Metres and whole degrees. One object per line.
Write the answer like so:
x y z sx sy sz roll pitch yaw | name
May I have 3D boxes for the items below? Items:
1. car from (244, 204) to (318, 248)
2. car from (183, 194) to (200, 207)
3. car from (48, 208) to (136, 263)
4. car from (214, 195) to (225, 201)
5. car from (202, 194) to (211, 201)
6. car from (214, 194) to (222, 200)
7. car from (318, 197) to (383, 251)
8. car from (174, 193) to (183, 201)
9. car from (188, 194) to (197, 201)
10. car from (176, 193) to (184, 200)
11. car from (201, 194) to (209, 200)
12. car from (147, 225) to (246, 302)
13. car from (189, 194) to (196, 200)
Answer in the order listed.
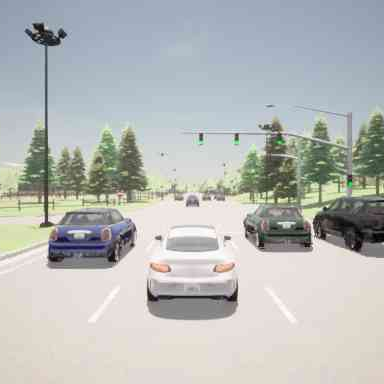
3.626 1.351 14.868 2.097 1.767 4.553 0 0 0 | car
0.097 1.351 52.038 2.097 1.767 4.553 0 0 0 | car
-3.379 1.352 12.106 2.097 1.767 4.553 0 0 0 | car
7.154 1.515 82.668 2.128 1.511 4.902 0 0 0 | car
3.654 1.346 83.061 2.097 1.767 4.553 0 0 0 | car
7.173 1.383 93.088 1.994 1.385 4.181 0 0 0 | car
7.125 1.222 14.274 2.150 2.045 5.566 0 0 0 | car
-3.346 1.542 83.071 1.994 1.385 4.181 0 0 0 | car
0.154 1.346 83.067 2.097 1.767 4.553 0 0 0 | car
-3.327 1.186 93.077 2.097 1.767 4.553 0 0 0 | car
3.673 1.370 93.094 2.033 1.411 5.357 0 0 0 | car
0.022 1.526 8.165 1.812 1.442 4.674 0 0 0 | car
0.173 1.331 93.101 1.837 1.490 4.892 0 0 0 | car
